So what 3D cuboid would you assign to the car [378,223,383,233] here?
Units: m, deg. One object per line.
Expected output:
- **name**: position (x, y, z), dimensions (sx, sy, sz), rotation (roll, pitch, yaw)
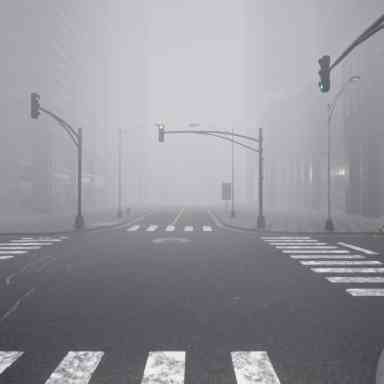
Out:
- **car**: position (11.758, 1.564, 16.205), dimensions (4.829, 1.417, 1.752), rotation (0, -1, 0)
